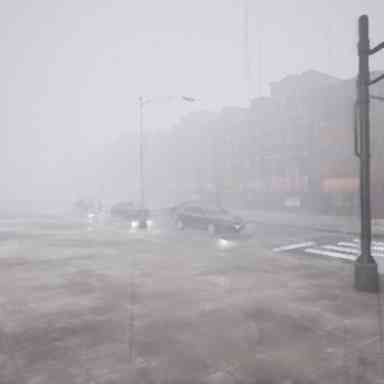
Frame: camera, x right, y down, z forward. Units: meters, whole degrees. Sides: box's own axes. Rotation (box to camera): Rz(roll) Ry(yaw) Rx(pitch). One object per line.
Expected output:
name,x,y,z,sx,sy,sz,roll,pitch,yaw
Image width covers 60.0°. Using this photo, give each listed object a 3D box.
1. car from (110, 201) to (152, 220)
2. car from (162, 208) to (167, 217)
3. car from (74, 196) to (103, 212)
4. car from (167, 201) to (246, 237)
car,-4.906,1.398,26.420,1.994,1.385,4.181,-1,1,-36
car,-0.184,1.366,24.839,2.033,1.411,5.357,-1,1,-35
car,-10.831,1.212,34.794,2.128,1.511,4.902,-1,1,-35
car,0.846,1.448,18.308,1.837,1.490,4.892,-1,1,-35
